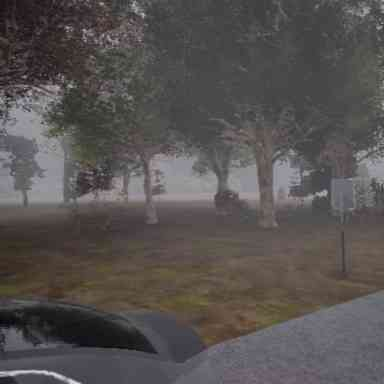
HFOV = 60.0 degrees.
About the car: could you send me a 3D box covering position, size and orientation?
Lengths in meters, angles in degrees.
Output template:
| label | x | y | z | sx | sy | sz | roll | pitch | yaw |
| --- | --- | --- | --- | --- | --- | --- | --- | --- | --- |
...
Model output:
| label | x | y | z | sx | sy | sz | roll | pitch | yaw |
| --- | --- | --- | --- | --- | --- | --- | --- | --- | --- |
| car | -2.019 | 1.502 | 1.564 | 4.892 | 1.490 | 1.837 | 0 | 0 | -35 |
